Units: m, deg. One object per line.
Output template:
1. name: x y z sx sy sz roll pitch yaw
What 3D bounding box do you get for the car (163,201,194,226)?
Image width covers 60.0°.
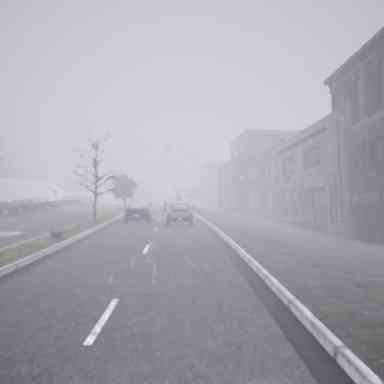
1. car: -0.926 1.532 23.882 2.128 1.511 4.902 0 0 -4

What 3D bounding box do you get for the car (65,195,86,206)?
1. car: -22.361 1.687 59.742 5.008 1.535 2.097 0 -1 -28

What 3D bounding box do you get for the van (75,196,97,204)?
1. van: -24.706 1.850 77.489 4.442 1.987 1.878 0 -2 -28

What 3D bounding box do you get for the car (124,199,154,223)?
1. car: -4.079 1.511 25.844 1.882 1.535 5.008 0 0 -4

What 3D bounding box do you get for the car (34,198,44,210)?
1. car: -19.164 1.494 36.211 4.892 1.521 2.231 0 0 -27

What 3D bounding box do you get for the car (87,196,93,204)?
1. car: -23.019 1.789 65.730 5.366 1.575 1.946 0 -1 -28

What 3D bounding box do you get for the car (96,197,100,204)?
1. car: -24.378 1.744 74.505 5.566 2.045 2.435 0 -2 -28

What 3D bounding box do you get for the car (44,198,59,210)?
1. car: -19.944 1.513 42.073 5.008 1.535 2.097 0 0 -27

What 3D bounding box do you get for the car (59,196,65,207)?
1. car: -20.344 1.527 45.008 5.008 1.535 2.097 0 0 -28

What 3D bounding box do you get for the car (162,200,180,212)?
1. car: -2.637 1.717 41.011 1.895 1.301 4.718 0 0 -7

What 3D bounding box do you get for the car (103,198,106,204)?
1. car: -26.592 2.442 89.128 5.366 1.575 1.946 0 -2 -28

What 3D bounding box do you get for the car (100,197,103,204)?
1. car: -25.236 1.908 80.365 5.566 2.045 2.435 0 -2 -28

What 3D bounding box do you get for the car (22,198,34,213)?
1. car: -18.816 1.486 33.272 4.892 1.521 2.231 0 0 -26

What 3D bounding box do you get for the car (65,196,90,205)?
1. car: -23.615 1.729 68.574 4.553 1.767 2.185 0 -1 -28

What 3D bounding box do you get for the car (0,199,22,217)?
1. car: -18.494 1.481 30.334 4.892 1.521 2.231 0 0 -25

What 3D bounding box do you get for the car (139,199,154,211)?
1. car: -5.931 1.633 43.156 1.812 1.442 4.674 0 0 -7
